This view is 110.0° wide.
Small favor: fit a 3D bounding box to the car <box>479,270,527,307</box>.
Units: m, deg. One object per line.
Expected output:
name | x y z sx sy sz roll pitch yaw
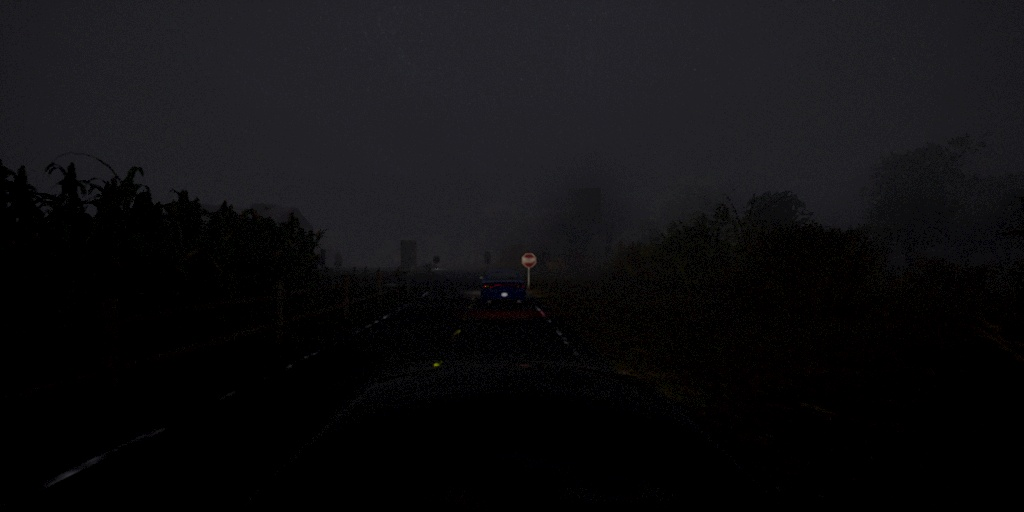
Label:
car | -0.463 1.362 16.422 1.882 1.535 5.008 0 0 -4
